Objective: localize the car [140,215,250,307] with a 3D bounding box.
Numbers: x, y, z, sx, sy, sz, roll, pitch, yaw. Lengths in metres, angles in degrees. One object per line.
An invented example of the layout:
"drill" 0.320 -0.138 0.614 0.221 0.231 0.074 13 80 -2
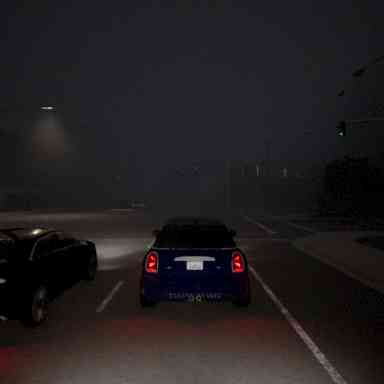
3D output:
"car" 0.060 1.359 8.155 2.097 1.767 4.553 0 0 0

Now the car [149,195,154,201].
"car" -10.638 1.534 82.978 1.882 1.535 5.008 0 0 0

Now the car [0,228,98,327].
"car" -3.446 1.498 7.015 2.128 1.511 4.902 0 0 0

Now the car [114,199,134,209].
"car" -10.672 1.880 51.528 1.812 1.442 4.674 0 0 0

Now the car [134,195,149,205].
"car" -10.623 1.592 67.452 2.097 1.767 4.553 0 1 0
